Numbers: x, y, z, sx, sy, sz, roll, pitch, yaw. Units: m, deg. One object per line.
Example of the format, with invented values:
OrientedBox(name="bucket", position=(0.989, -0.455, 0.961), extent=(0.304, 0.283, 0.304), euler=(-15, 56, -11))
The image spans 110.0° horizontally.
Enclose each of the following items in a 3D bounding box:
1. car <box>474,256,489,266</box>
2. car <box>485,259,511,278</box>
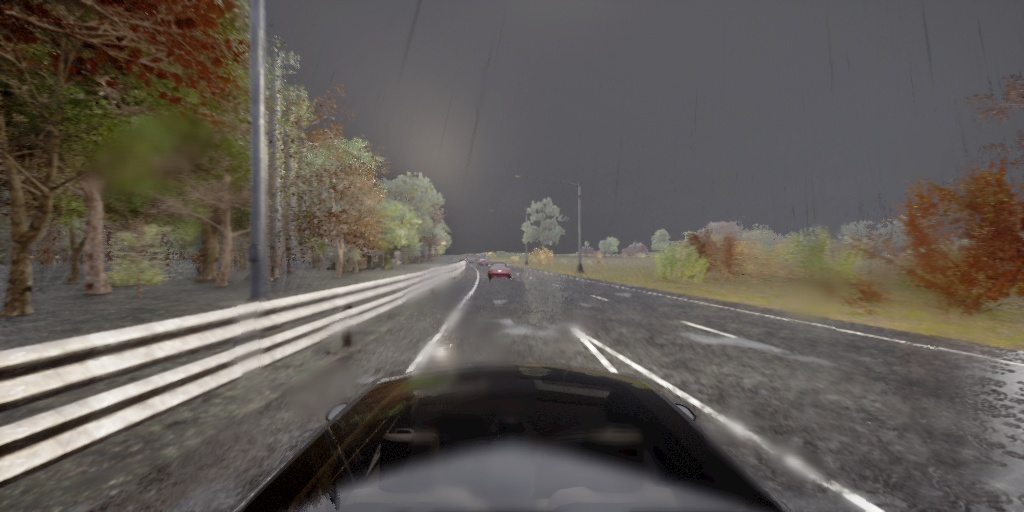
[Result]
OrientedBox(name="car", position=(-5.320, 1.109, 64.734), extent=(1.812, 1.442, 4.674), euler=(0, 0, -9))
OrientedBox(name="car", position=(-1.228, 1.259, 32.850), extent=(1.994, 1.385, 4.181), euler=(0, 0, -5))
